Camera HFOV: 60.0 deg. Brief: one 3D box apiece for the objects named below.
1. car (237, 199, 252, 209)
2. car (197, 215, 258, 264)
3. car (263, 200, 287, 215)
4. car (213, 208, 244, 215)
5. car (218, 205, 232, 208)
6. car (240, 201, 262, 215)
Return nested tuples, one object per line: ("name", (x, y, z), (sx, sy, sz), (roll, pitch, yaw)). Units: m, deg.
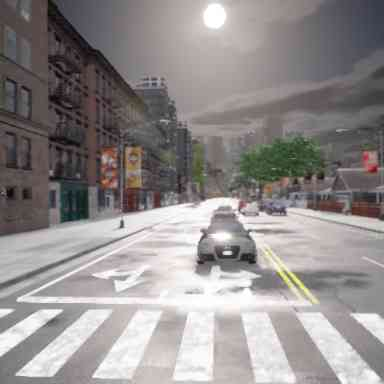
("car", (8.478, 2.094, 52.715), (2.150, 2.045, 5.566), (-1, -1, 5))
("car", (1.308, 1.792, 12.565), (1.994, 1.385, 4.181), (-1, -1, 5))
("car", (10.814, 2.008, 42.854), (2.097, 1.767, 4.553), (-1, -1, 6))
("car", (2.243, 2.002, 22.420), (1.895, 1.301, 4.718), (-1, -1, 5))
("car", (3.215, 2.083, 32.551), (1.837, 1.490, 4.892), (-1, -1, 6))
("car", (7.588, 2.231, 42.920), (1.812, 1.442, 4.674), (-1, -1, 6))
